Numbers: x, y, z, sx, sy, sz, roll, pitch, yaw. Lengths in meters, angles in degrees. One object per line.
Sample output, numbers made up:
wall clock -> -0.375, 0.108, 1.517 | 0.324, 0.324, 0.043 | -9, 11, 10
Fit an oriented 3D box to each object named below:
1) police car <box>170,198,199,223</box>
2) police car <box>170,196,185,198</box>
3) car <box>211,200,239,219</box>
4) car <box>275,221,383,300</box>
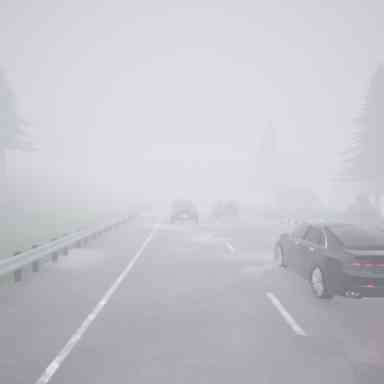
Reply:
police car -> -0.590, 1.435, 24.713 | 2.038, 1.542, 4.974 | 0, 0, -3
police car -> -1.809, 1.306, 42.770 | 1.930, 1.638, 5.238 | 0, 0, -4
car -> 2.722, 1.409, 28.344 | 2.128, 1.511, 4.902 | 0, 0, -3
car -> 3.488, 1.478, 8.301 | 1.837, 1.490, 4.892 | 0, 0, -1
